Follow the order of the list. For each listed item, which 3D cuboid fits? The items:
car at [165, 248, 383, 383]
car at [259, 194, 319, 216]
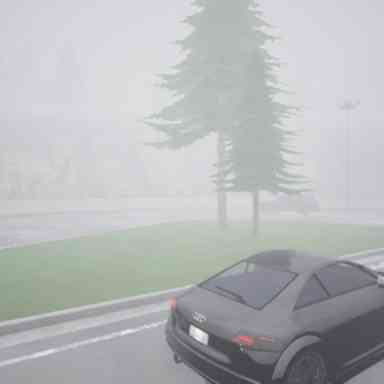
[{"bbox_3d":[1.708,1.549,4.850,4.181,1.385,1.994,0,0,-35],"label":"car"},{"bbox_3d":[8.848,1.133,30.894,5.566,2.045,2.150,0,-1,22],"label":"car"}]
